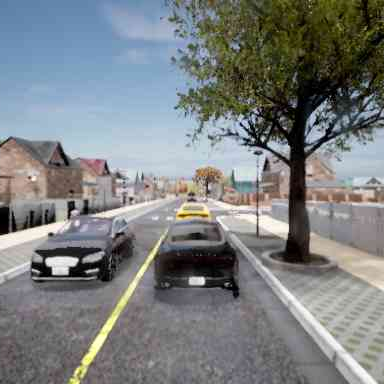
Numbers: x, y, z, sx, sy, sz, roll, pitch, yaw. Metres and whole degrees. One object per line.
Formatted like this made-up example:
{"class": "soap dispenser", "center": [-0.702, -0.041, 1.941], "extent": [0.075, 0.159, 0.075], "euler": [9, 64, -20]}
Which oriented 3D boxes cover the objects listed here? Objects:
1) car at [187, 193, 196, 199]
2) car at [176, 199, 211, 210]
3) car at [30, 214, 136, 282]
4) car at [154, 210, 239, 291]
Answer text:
{"class": "car", "center": [-0.095, 1.548, 76.856], "extent": [1.895, 1.301, 4.718], "euler": [0, 0, 0]}
{"class": "car", "center": [0.089, 1.389, 19.511], "extent": [1.882, 1.535, 5.008], "euler": [0, 0, 0]}
{"class": "car", "center": [-2.853, 1.439, 9.659], "extent": [2.128, 1.511, 4.902], "euler": [0, 0, 0]}
{"class": "car", "center": [0.089, 1.457, 8.834], "extent": [1.837, 1.490, 4.892], "euler": [0, 0, 0]}
